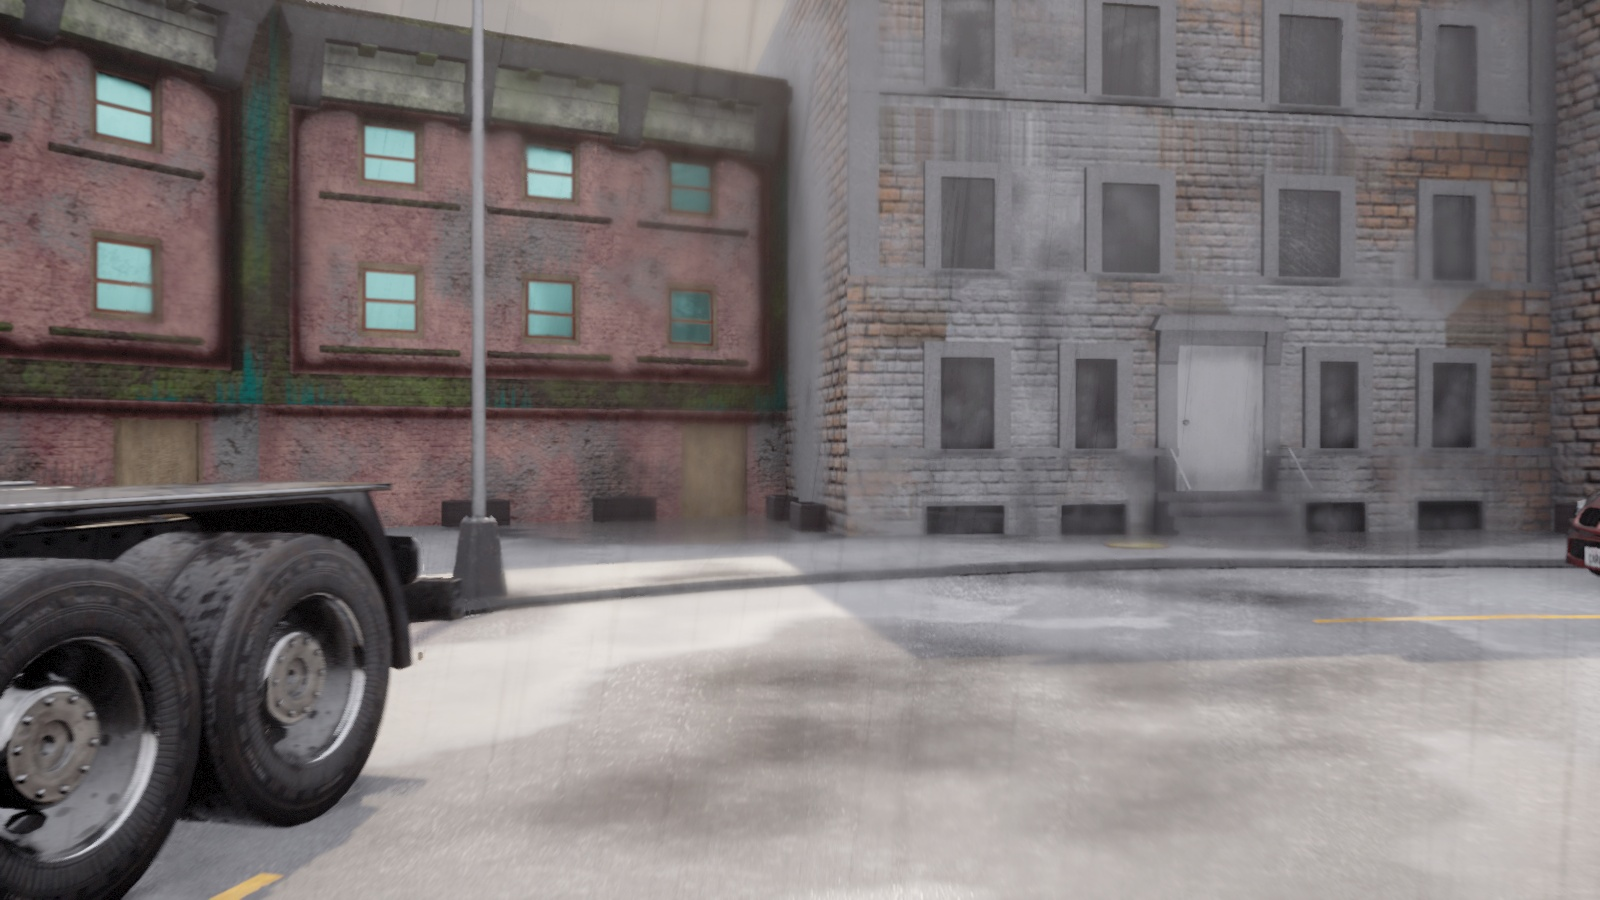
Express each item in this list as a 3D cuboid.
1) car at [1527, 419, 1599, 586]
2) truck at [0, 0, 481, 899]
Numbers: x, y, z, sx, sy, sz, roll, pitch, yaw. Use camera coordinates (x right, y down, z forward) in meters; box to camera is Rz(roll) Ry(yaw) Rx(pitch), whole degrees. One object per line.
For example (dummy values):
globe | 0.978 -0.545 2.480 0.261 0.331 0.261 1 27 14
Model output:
car | 10.302 0.530 12.688 4.611 1.667 2.242 0 0 0
truck | -3.897 -0.253 2.526 2.891 3.462 7.936 0 0 14
